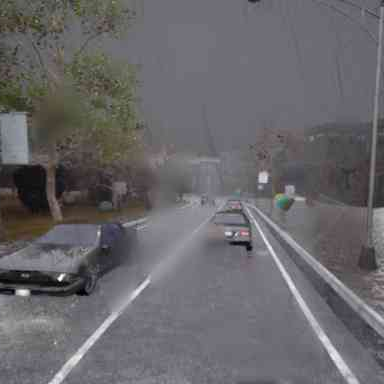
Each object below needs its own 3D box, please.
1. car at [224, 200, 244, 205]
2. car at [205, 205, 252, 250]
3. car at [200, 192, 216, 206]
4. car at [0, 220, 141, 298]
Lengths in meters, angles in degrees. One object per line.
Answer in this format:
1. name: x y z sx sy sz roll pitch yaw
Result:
1. car: 4.156 1.474 33.180 2.033 1.411 5.357 1 0 8
2. car: 1.624 1.526 14.387 2.033 1.411 5.357 1 0 8
3. car: 2.529 1.039 52.229 2.150 2.045 5.566 1 0 4
4. car: -2.836 1.475 8.813 2.033 1.411 5.357 1 0 7
